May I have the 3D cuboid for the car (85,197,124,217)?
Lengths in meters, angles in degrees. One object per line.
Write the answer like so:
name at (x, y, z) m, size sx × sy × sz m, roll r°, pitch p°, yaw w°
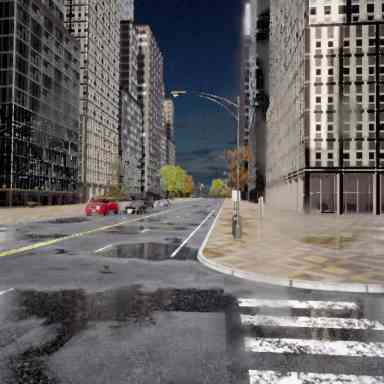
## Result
car at (-9.737, 1.588, 36.614) m, size 2.150 × 2.045 × 5.566 m, roll 0°, pitch -1°, yaw 6°

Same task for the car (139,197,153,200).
car at (-7.725, 1.834, 54.413) m, size 2.150 × 2.045 × 5.566 m, roll 0°, pitch -1°, yaw 6°

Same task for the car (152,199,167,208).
car at (-4.491, 1.829, 54.098) m, size 2.128 × 1.511 × 4.902 m, roll 0°, pitch -1°, yaw 6°

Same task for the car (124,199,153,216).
car at (-6.350, 1.901, 37.710) m, size 2.128 × 1.511 × 4.902 m, roll 0°, pitch -1°, yaw 6°
